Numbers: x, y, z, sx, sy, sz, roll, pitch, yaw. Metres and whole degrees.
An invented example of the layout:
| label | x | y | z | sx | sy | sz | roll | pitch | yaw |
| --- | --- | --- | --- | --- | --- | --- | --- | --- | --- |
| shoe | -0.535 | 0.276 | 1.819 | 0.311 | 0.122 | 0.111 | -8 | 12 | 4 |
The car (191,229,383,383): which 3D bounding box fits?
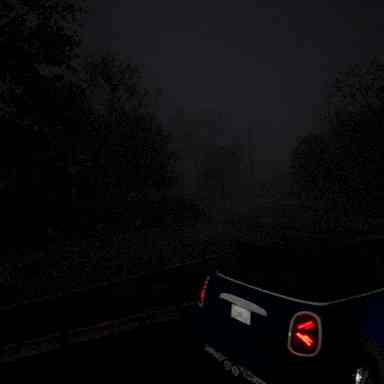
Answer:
| label | x | y | z | sx | sy | sz | roll | pitch | yaw |
| --- | --- | --- | --- | --- | --- | --- | --- | --- | --- |
| car | 2.294 | 1.320 | 4.792 | 4.553 | 1.767 | 2.097 | -1 | 1 | -34 |
